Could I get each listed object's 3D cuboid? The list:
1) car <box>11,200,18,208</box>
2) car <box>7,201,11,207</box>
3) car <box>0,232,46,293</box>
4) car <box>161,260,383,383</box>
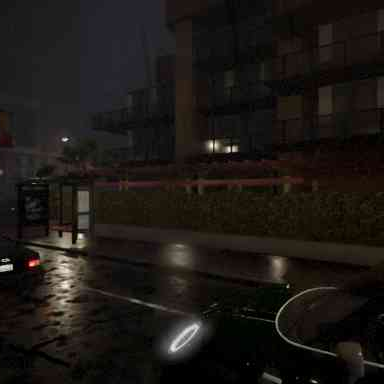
[{"bbox_3d":[-22.024,1.505,46.529,1.837,1.490,4.892,0,0,36],"label":"car"},{"bbox_3d":[-24.521,1.477,49.072,1.882,1.535,5.008,0,0,35],"label":"car"},{"bbox_3d":[-5.701,1.547,8.018,5.357,1.411,2.033,0,0,36],"label":"car"},{"bbox_3d":[1.914,1.352,2.639,4.553,1.767,2.097,0,0,35],"label":"car"}]
